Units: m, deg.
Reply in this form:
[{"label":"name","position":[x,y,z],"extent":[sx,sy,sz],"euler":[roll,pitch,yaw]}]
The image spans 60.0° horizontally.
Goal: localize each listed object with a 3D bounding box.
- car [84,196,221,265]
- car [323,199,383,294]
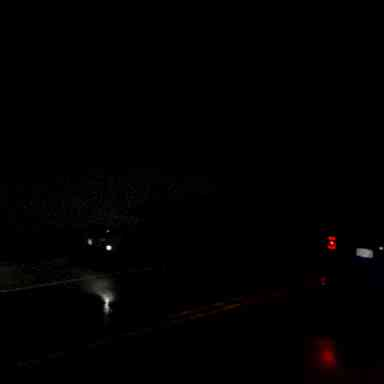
[{"label":"car","position":[-0.916,1.181,11.939],"extent":[5.566,2.045,2.150],"euler":[0,0,-36]},{"label":"car","position":[5.273,1.165,7.511],"extent":[5.566,2.045,2.150],"euler":[0,0,-36]}]
